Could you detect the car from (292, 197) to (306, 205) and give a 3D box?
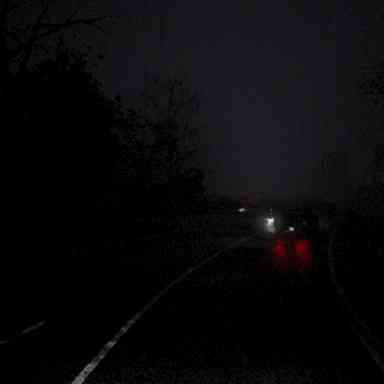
[{"bbox_3d":[12.184,1.747,42.112,1.812,1.442,4.674,0,-1,-8],"label":"car"}]

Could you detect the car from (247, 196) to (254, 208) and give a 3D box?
[{"bbox_3d":[8.732,1.837,60.130,2.150,2.045,5.566,0,-3,-12],"label":"car"}]

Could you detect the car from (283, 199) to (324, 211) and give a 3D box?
[{"bbox_3d":[15.503,1.785,46.334,5.008,1.535,2.097,0,-1,-12],"label":"car"}]

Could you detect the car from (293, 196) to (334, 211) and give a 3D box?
[{"bbox_3d":[16.105,1.609,43.361,4.553,1.767,2.185,0,-1,-12],"label":"car"}]

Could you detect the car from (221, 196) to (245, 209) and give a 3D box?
[{"bbox_3d":[6.543,1.672,54.002,2.150,2.045,5.566,0,-2,-11],"label":"car"}]

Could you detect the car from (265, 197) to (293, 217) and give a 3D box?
[{"bbox_3d":[8.490,1.568,32.103,1.882,1.535,5.008,1,0,18],"label":"car"}]

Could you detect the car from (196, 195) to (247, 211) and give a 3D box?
[{"bbox_3d":[3.712,1.432,42.966,5.566,2.045,2.435,0,-1,-12],"label":"car"}]

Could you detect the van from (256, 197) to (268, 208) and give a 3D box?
[{"bbox_3d":[13.535,1.747,55.232,4.442,1.987,1.878,0,-1,-12],"label":"van"}]

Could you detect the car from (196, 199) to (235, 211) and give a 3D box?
[{"bbox_3d":[3.138,1.729,45.568,4.892,1.521,2.231,0,-1,-12],"label":"car"}]

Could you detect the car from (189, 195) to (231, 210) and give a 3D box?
[{"bbox_3d":[2.584,1.527,48.310,5.566,2.045,2.435,0,-1,-12],"label":"car"}]

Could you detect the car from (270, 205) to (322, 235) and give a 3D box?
[{"bbox_3d":[6.219,1.652,19.490,1.895,1.301,4.718,0,0,26],"label":"car"}]
